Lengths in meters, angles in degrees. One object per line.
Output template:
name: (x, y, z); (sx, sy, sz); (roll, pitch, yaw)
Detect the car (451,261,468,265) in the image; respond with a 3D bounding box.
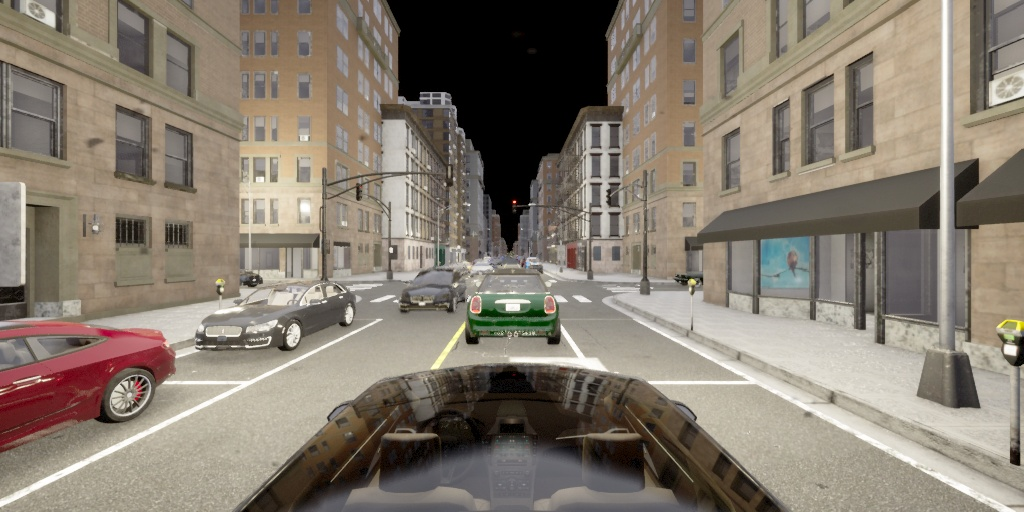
car: (-5.393, 1.296, 35.719); (2.007, 1.370, 4.403); (0, 0, 0)

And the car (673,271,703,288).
car: (13.495, 1.431, 24.079); (4.718, 1.301, 1.895); (0, 0, 0)

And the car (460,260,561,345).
car: (0.040, 1.102, 9.685); (2.097, 1.767, 4.553); (0, 0, 1)

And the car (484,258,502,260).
car: (-2.851, 1.291, 48.469); (2.033, 1.411, 5.357); (0, 0, 0)

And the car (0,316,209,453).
car: (-5.389, 1.332, 3.161); (1.802, 1.307, 4.207); (0, 0, 0)

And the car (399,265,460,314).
car: (-2.850, 1.254, 13.771); (1.837, 1.490, 4.892); (0, 0, 0)

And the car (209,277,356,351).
car: (-5.389, 1.300, 8.843); (2.007, 1.370, 4.403); (0, 0, 0)

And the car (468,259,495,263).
car: (-2.818, 1.272, 33.963); (1.812, 1.442, 4.674); (0, 0, -1)

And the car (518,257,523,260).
car: (2.640, 1.056, 62.752); (2.192, 1.841, 5.009); (0, 0, 0)

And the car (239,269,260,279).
car: (-17.145, 1.223, 21.077); (4.181, 1.385, 1.994); (0, 0, 0)

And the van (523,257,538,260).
van: (2.637, 1.084, 46.533); (1.690, 1.789, 3.998); (0, 0, 0)
